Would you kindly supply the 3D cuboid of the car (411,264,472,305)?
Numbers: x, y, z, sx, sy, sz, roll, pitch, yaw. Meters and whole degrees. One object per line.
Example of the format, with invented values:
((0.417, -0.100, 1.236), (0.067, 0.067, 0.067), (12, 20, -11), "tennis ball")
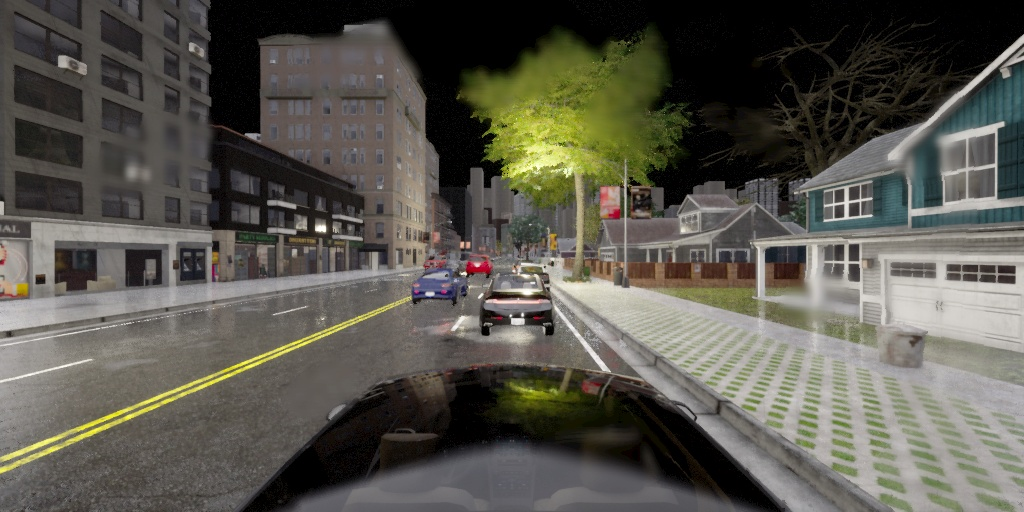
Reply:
((-3.088, 1.269, 15.845), (1.812, 1.442, 4.674), (0, 0, 0), "car")

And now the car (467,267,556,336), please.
((0.138, 1.238, 10.384), (2.128, 1.511, 4.902), (0, 0, 0), "car")

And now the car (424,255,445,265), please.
((-9.653, 0.937, 45.818), (2.150, 2.045, 5.566), (0, 0, 0), "car")

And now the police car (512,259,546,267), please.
((1.059, 1.164, 20.633), (1.930, 1.638, 5.238), (0, 0, 0), "police car")

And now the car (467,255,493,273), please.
((-3.003, 0.945, 33.788), (2.150, 2.045, 5.566), (0, 0, 0), "car")

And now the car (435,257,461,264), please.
((-6.436, 1.213, 38.418), (2.128, 1.511, 4.902), (0, 0, 0), "car")
